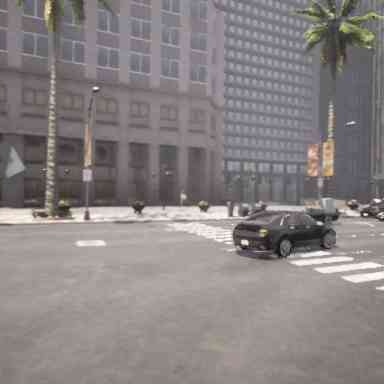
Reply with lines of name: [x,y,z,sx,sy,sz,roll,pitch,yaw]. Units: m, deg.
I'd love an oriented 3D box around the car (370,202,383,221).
car: [17.207,1.634,26.998,4.892,1.490,1.837,1,0,-23]

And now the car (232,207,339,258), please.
car: [3.680,1.492,12.840,4.892,1.490,1.837,1,-1,-39]

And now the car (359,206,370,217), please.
car: [17.637,1.629,30.561,4.786,1.482,2.161,1,0,-24]
